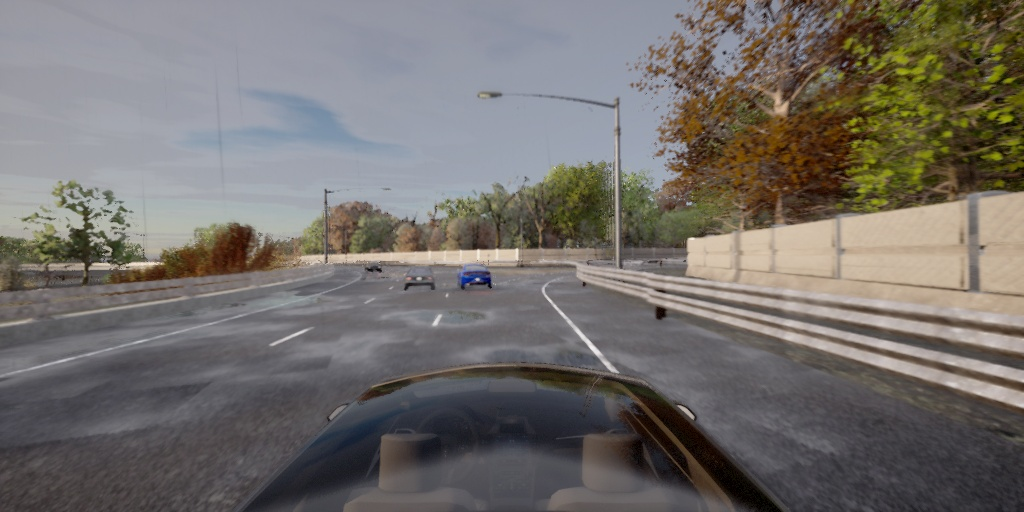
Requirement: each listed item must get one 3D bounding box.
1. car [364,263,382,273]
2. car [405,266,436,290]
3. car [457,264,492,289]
[{"bbox_3d":[-19.060,1.568,49.009,1.895,1.301,4.718,-1,0,-27],"label":"car"},{"bbox_3d":[-5.875,1.364,23.033,2.033,1.411,5.357,-1,0,-13],"label":"car"},{"bbox_3d":[-2.547,1.256,23.601,1.882,1.535,5.008,0,0,-12],"label":"car"}]
